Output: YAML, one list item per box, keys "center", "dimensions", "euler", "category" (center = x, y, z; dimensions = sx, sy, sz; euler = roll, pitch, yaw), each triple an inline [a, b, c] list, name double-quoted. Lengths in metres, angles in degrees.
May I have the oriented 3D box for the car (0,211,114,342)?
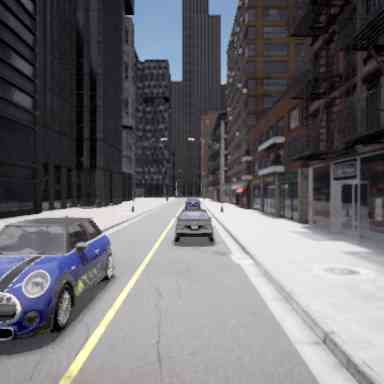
- center: [-3.087, 1.355, 6.801]
  dimensions: [2.097, 1.767, 4.553]
  euler: [0, 0, 0]
  category: "car"

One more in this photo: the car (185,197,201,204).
- center: [0.115, 1.405, 45.861]
  dimensions: [2.097, 1.767, 4.553]
  euler: [0, 0, 0]
  category: "car"

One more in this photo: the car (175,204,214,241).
- center: [0.107, 1.558, 16.749]
  dimensions: [2.033, 1.411, 5.357]
  euler: [0, 0, 0]
  category: "car"
